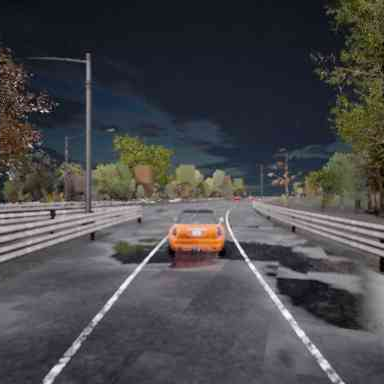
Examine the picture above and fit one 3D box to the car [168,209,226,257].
[{"bbox_3d":[0.257,1.475,13.747,2.097,1.767,4.553,0,-1,2],"label":"car"}]
